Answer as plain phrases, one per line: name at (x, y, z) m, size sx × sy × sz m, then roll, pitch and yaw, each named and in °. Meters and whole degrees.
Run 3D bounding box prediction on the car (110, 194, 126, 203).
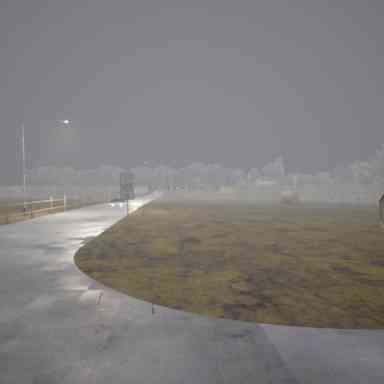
car at (-11.416, 1.005, 51.839) m, size 1.994 × 1.385 × 4.181 m, roll -1°, pitch 0°, yaw -4°
